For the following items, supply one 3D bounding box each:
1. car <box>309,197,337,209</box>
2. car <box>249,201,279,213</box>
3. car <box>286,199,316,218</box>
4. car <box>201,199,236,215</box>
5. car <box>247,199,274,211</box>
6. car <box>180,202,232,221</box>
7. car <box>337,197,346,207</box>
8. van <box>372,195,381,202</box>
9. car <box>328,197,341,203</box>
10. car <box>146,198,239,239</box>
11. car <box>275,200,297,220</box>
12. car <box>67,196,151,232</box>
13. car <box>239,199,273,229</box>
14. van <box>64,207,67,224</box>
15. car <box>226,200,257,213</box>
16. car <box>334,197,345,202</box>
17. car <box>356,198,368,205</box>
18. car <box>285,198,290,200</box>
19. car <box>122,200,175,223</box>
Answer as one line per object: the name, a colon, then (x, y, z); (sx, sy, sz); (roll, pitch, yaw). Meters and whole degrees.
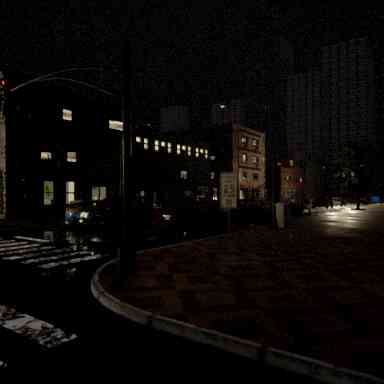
car: (19.540, 1.536, 49.532); (2.097, 1.767, 4.553); (0, 0, 35)
car: (8.647, 1.741, 39.653); (1.895, 1.301, 4.718); (0, 0, 35)
car: (9.780, 1.657, 31.263); (1.947, 1.339, 4.313); (-1, -1, 35)
car: (2.937, 1.569, 36.103); (1.967, 1.590, 4.097); (-1, -1, 35)
car: (9.319, 1.722, 45.120); (2.008, 1.369, 4.403); (-1, -1, 35)
car: (1.377, 1.642, 29.407); (2.033, 1.411, 5.357); (0, 0, 35)
car: (25.407, 1.828, 57.824); (1.895, 1.301, 4.718); (0, 0, 36)
van: (44.878, 1.693, 80.868); (1.690, 1.788, 3.998); (-1, -1, 35)
car: (34.846, 1.914, 81.194); (2.008, 1.369, 4.403); (-1, -1, 35)
car: (0.206, 1.349, 17.736); (2.192, 1.841, 5.009); (-1, -1, 35)
car: (6.589, 1.616, 26.753); (1.887, 1.381, 4.507); (-1, -1, 35)
car: (-4.632, 1.281, 20.917); (2.150, 2.045, 5.566); (0, 0, 35)
car: (3.397, 1.367, 22.246); (2.192, 1.841, 5.009); (-1, -1, 35)
van: (-6.636, 1.413, 22.575); (1.690, 1.788, 3.998); (-1, 0, 35)
car: (6.128, 1.700, 40.610); (2.008, 1.369, 4.403); (-1, -1, 35)
car: (38.037, 1.935, 85.703); (1.887, 1.381, 4.507); (-1, -1, 35)
car: (32.116, 1.801, 62.828); (2.008, 1.369, 4.403); (-1, -1, 35)
car: (15.602, 1.741, 53.999); (1.752, 1.417, 4.829); (-1, -1, 35)
car: (-3.445, 1.530, 27.083); (1.967, 1.590, 4.097); (-1, -1, 35)
